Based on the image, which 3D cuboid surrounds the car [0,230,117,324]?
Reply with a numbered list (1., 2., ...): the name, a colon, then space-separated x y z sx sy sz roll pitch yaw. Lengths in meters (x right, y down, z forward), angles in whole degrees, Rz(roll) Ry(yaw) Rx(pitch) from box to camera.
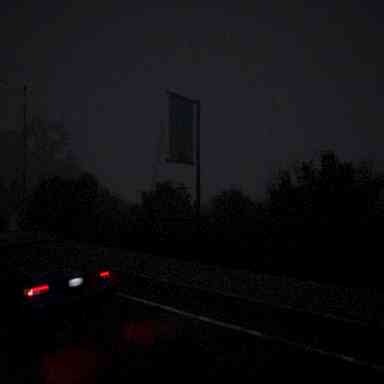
1. car: -3.885 1.561 7.163 5.357 1.411 2.033 0 0 39
